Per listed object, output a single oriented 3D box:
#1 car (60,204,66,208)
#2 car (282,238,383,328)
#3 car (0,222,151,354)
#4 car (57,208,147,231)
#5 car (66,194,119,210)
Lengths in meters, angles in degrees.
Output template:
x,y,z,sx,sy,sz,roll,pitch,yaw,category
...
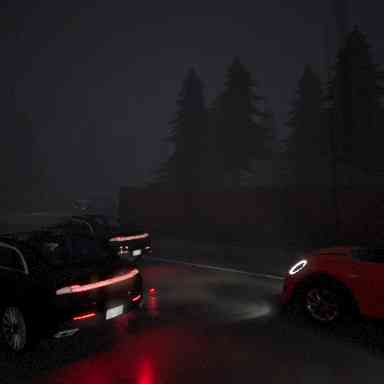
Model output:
x,y,z,sx,sy,sz,roll,pitch,yaw,category
-12.947,1.601,39.131,1.895,1.301,4.718,0,0,35,car
3.885,1.352,5.521,4.553,1.767,2.097,0,0,36,car
-3.061,1.492,6.147,4.902,1.511,2.128,0,0,36,car
-3.496,1.492,10.801,4.902,1.511,2.128,0,0,37,car
-10.527,1.221,36.578,2.150,2.045,5.566,0,0,32,car
